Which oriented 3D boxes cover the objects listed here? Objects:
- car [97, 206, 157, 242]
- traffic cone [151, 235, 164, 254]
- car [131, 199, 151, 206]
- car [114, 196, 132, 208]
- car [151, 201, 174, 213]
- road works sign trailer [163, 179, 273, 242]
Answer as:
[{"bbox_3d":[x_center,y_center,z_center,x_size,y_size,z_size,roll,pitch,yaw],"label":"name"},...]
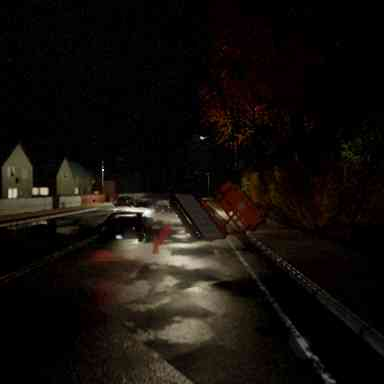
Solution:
[{"bbox_3d":[-3.075,1.603,16.299,1.895,1.301,4.718,0,0,0],"label":"car"},{"bbox_3d":[-1.324,1.958,12.211,0.340,0.580,0.340,0,0,0],"label":"traffic cone"},{"bbox_3d":[-6.382,1.590,44.238,1.895,1.301,4.718,0,0,0],"label":"car"},{"bbox_3d":[-9.611,1.337,47.106,2.097,1.767,4.553,0,0,0],"label":"car"},{"bbox_3d":[-2.976,1.597,36.715,1.895,1.301,4.718,0,0,0],"label":"car"},{"bbox_3d":[0.780,1.090,13.320,3.560,2.880,2.380,5,40,-49],"label":"road works sign trailer"}]
